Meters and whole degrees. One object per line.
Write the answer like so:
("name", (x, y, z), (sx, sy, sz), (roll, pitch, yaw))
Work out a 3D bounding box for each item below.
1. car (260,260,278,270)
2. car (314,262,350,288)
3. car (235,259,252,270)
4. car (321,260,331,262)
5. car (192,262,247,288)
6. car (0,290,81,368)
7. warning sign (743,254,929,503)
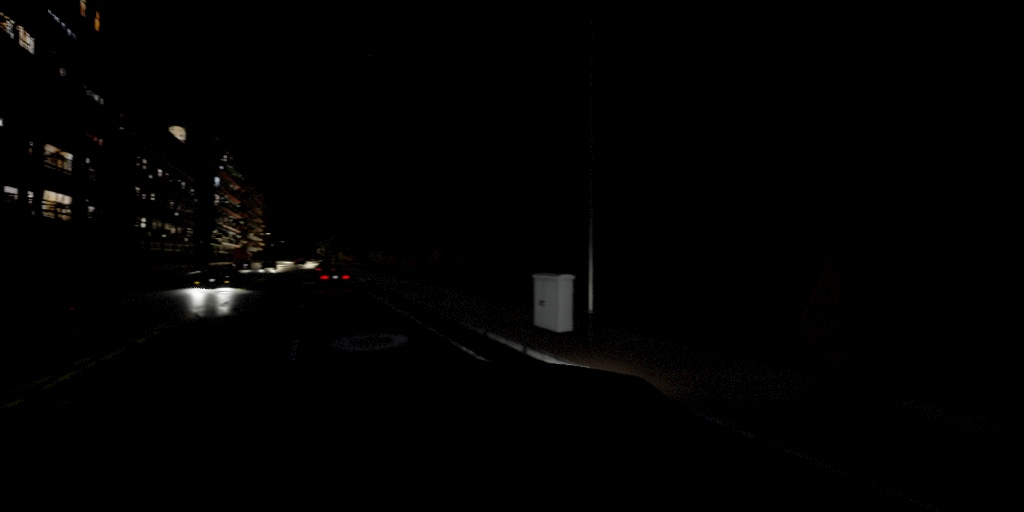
("car", (-35.828, 1.336, 53.028), (2.033, 1.411, 5.357), (1, -1, -29))
("car", (-12.183, 1.361, 24.473), (2.033, 1.411, 5.357), (1, -1, -29))
("car", (-38.669, 1.219, 51.436), (1.882, 1.535, 5.008), (1, 0, -29))
("car", (-19.289, 1.389, 37.072), (2.033, 1.411, 5.357), (1, -1, -29))
("car", (-19.219, 1.291, 23.575), (1.994, 1.385, 4.181), (1, -1, -29))
("car", (-9.254, 1.246, 5.729), (1.994, 1.385, 4.181), (1, -1, -30))
("warning sign", (2.938, 0.912, 3.331), (1.300, 1.860, 1.060), (0, 0, -29))
